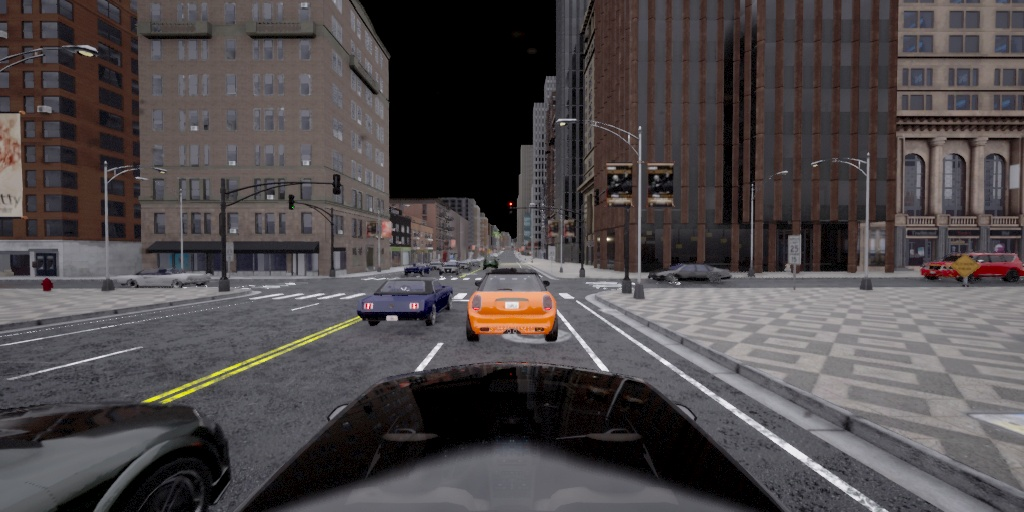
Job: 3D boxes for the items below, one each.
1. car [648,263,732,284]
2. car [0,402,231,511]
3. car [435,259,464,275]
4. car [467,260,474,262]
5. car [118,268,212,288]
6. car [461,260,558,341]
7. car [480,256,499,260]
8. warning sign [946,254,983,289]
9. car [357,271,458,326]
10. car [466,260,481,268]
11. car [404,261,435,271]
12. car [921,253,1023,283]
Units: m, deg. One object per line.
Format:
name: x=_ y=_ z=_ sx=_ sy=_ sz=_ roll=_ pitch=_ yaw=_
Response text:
car: x=12.656 y=1.209 z=25.684 sx=5.357 sy=1.411 sz=2.033 roll=0 pitch=1 yaw=0
car: x=-3.150 y=1.314 z=1.009 sx=1.994 sy=1.385 sz=4.181 roll=0 pitch=0 yaw=0
car: x=-6.598 y=1.331 z=38.894 sx=1.994 sy=1.385 sz=4.181 roll=0 pitch=0 yaw=0
car: x=-6.597 y=1.338 z=48.853 sx=1.994 sy=1.385 sz=4.181 roll=0 pitch=0 yaw=0
car: x=-22.754 y=1.446 z=23.638 sx=4.718 sy=1.301 sz=1.895 roll=0 pitch=1 yaw=1
car: x=0.010 y=1.101 z=10.005 sx=2.097 sy=1.767 sz=4.553 roll=0 pitch=0 yaw=0
car: x=-3.149 y=0.999 z=54.716 sx=2.150 sy=2.045 sz=5.566 roll=0 pitch=0 yaw=0
warning sign: x=25.178 y=0.827 z=19.909 sx=1.060 sy=1.860 sz=1.300 roll=0 pitch=0 yaw=0
car: x=-3.149 y=1.350 z=11.657 sx=1.895 sy=1.301 sz=4.718 roll=0 pitch=0 yaw=0
car: x=-6.575 y=1.343 z=61.308 sx=1.994 sy=1.385 sz=4.181 roll=0 pitch=0 yaw=0
car: x=-9.850 y=1.367 z=37.687 sx=1.895 sy=1.301 sz=4.718 roll=0 pitch=0 yaw=0
car: x=32.971 y=0.804 z=25.735 sx=5.566 sy=2.045 sz=2.150 roll=0 pitch=1 yaw=0
